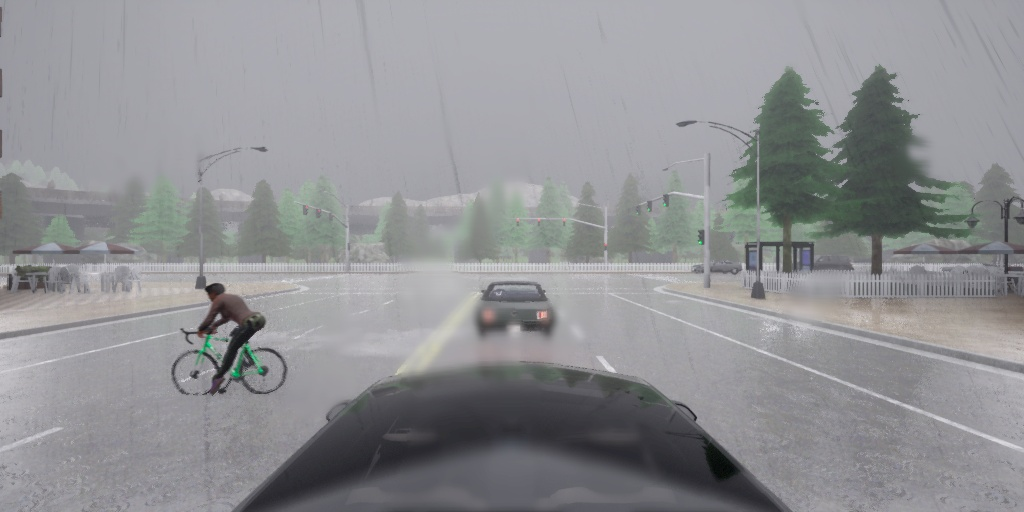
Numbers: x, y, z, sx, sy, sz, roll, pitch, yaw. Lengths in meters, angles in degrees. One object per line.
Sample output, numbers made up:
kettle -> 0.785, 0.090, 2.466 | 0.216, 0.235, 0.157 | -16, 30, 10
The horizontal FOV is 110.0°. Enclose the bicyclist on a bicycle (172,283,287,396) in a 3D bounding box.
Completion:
bicyclist on a bicycle -> -4.055, 1.205, 5.124 | 1.656, 1.620, 0.582 | -2, 0, 0

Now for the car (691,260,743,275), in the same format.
car -> 21.492, 1.186, 37.672 | 4.902, 1.511, 2.128 | 0, 0, 0

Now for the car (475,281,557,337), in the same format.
car -> 0.074, 1.351, 10.240 | 1.895, 1.301, 4.718 | 0, 0, 0

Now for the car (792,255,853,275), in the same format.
car -> 32.323, 0.916, 37.587 | 5.566, 2.045, 2.150 | 0, 0, 1

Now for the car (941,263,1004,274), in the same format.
car -> 46.479, 1.295, 35.786 | 4.718, 1.301, 1.895 | 0, 0, 17
